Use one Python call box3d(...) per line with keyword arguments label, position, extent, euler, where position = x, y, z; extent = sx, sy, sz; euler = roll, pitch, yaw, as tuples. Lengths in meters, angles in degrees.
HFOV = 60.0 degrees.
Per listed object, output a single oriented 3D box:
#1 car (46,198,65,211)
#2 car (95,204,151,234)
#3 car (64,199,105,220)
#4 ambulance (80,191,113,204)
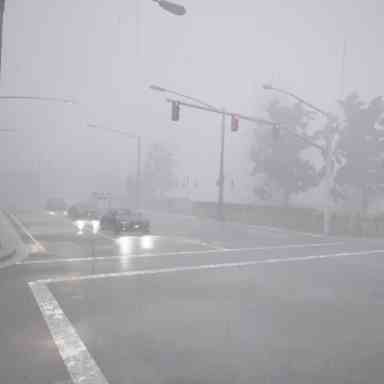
box3d(label="car", position=(-16.085, 1.457, 39.609), extent=(1.837, 1.490, 4.892), euler=(3, -1, -31))
box3d(label="car", position=(-4.072, 1.693, 19.976), extent=(1.994, 1.385, 4.181), euler=(3, -1, -32))
box3d(label="car", position=(-9.326, 1.616, 28.548), extent=(1.994, 1.385, 4.181), euler=(3, -1, -32))
box3d(label="ambulance", position=(-11.306, 1.157, 38.704), extent=(2.351, 2.431, 6.366), euler=(3, -1, -31))
